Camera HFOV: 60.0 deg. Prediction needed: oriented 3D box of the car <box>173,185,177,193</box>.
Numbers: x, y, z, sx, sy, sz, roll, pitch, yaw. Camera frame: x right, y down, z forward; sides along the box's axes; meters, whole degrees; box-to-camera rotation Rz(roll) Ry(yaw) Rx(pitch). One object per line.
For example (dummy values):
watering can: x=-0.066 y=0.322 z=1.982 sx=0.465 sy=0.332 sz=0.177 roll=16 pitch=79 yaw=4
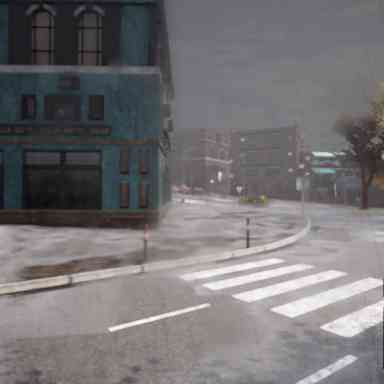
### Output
car: x=-3.717 y=-0.712 z=70.514 sx=1.946 sy=1.575 sz=5.366 roll=6 pitch=2 yaw=12

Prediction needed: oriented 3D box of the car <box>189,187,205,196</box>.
car: x=1.482 y=-0.116 z=67.525 sx=2.231 sy=1.521 sz=4.892 roll=5 pitch=2 yaw=12

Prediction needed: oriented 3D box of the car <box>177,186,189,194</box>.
car: x=-1.099 y=-0.374 z=69.117 sx=2.002 sy=1.452 sz=4.674 roll=6 pitch=2 yaw=12
